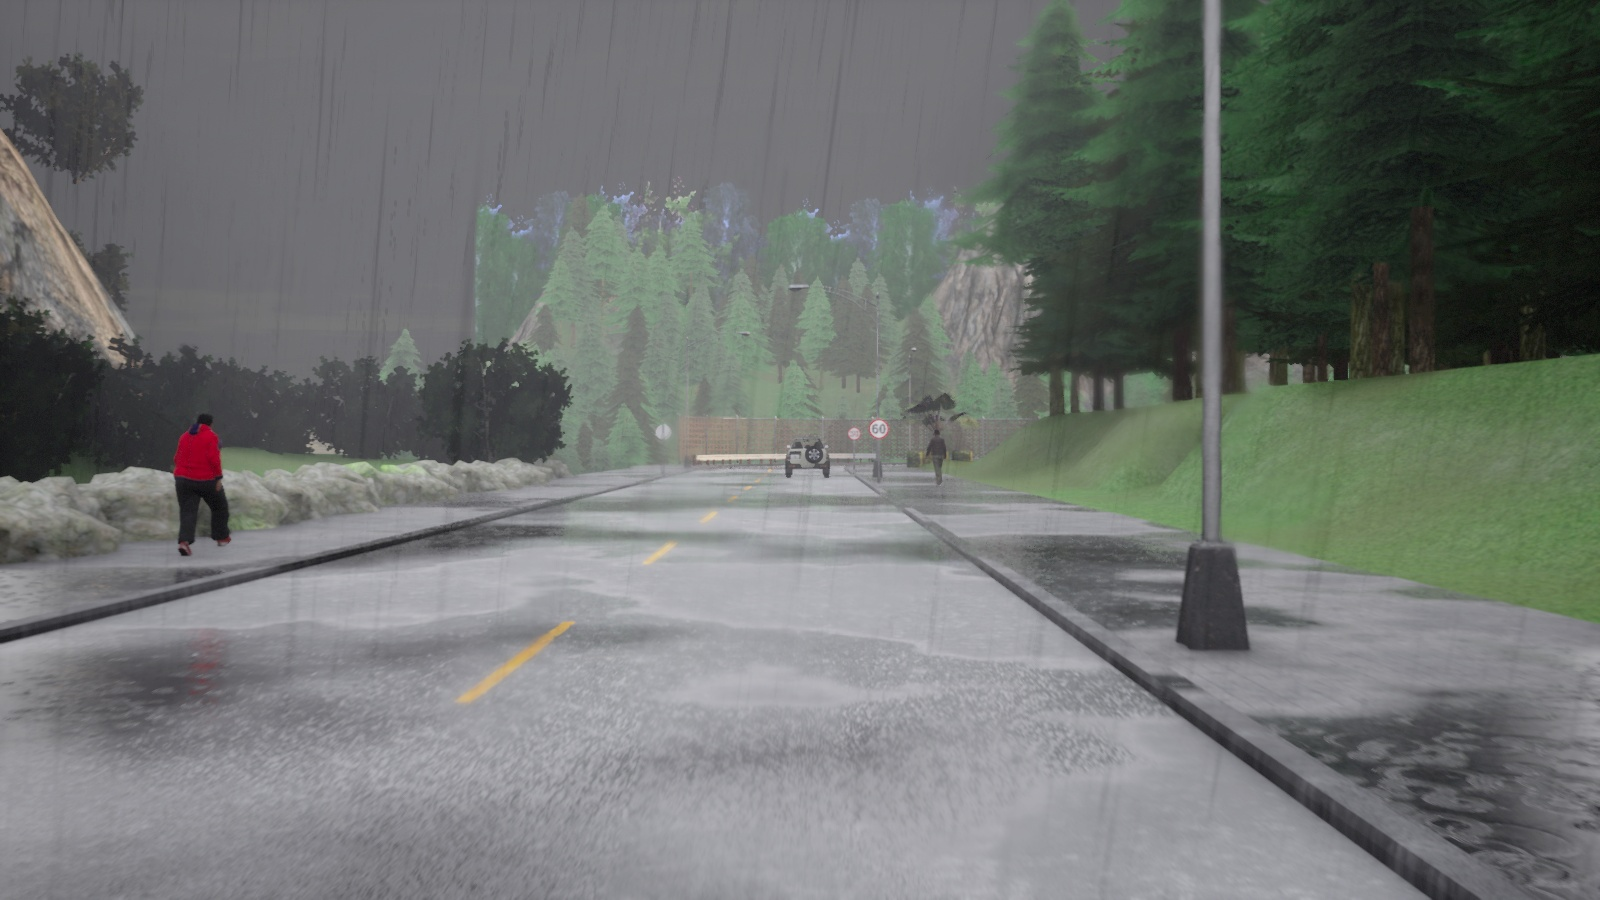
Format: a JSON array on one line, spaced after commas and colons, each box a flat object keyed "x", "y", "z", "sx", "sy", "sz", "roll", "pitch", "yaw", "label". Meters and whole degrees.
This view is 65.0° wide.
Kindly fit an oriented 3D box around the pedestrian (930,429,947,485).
[{"x": 4.544, "y": 0.227, "z": 41.267, "sx": 0.431, "sy": 1.840, "sz": 0.703, "roll": 0, "pitch": 0, "yaw": -3, "label": "pedestrian"}]

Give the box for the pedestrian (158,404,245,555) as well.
[{"x": -7.522, "y": 0.361, "z": 15.813, "sx": 0.634, "sy": 1.844, "sz": 0.899, "roll": 0, "pitch": 0, "yaw": 3, "label": "pedestrian"}]

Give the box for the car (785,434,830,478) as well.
[{"x": 0.336, "y": 0.250, "z": 55.440, "sx": 1.932, "sy": 1.855, "sz": 4.605, "roll": 0, "pitch": 0, "yaw": 0, "label": "car"}]
